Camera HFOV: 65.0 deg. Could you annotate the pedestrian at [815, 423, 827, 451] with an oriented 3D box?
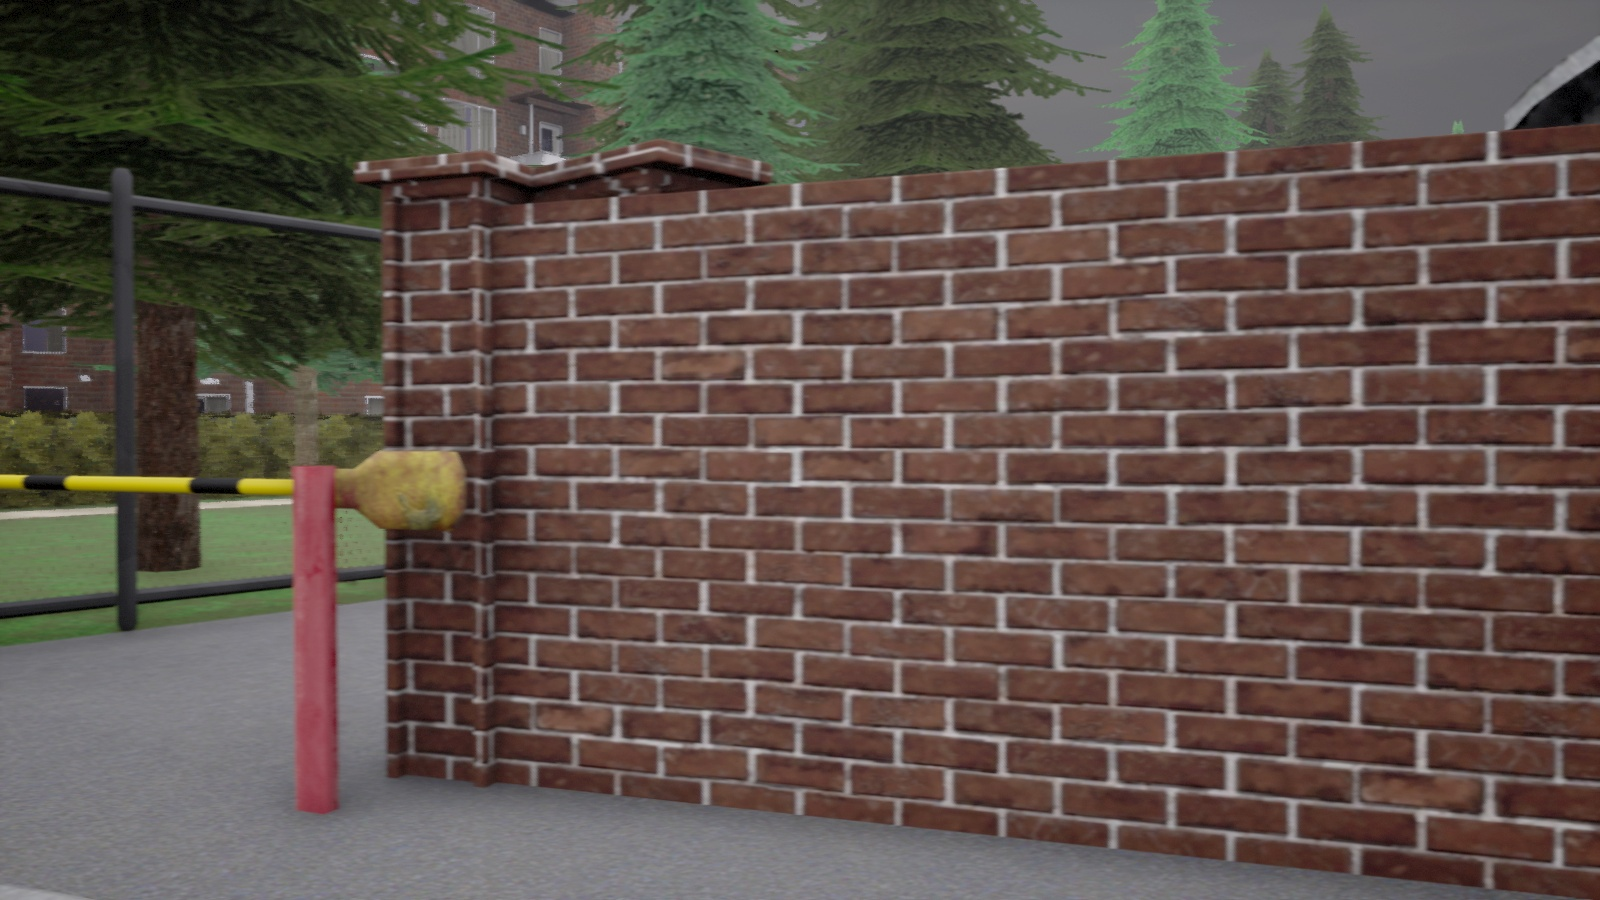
[{"bbox_3d":[1.412,-0.870,84.367,0.703,1.840,0.431,1,1,34],"label":"pedestrian"}]
